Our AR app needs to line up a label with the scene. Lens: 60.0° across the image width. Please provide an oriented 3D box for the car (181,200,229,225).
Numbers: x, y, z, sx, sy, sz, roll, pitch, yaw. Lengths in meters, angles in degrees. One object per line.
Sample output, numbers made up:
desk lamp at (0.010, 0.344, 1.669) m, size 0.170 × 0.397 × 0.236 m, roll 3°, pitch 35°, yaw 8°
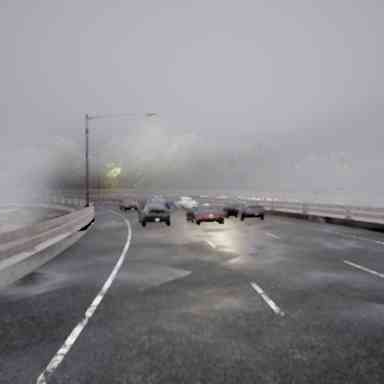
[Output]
car at (0.810, 1.486, 23.480) m, size 1.994 × 1.385 × 4.181 m, roll -1°, pitch 0°, yaw -13°

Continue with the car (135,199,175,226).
car at (-2.663, 1.465, 23.016) m, size 1.837 × 1.490 × 4.892 m, roll -1°, pitch 0°, yaw -13°

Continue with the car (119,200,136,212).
car at (-7.115, 1.563, 37.691) m, size 1.895 × 1.301 × 4.718 m, roll -1°, pitch 0°, yaw -21°

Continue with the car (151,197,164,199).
car at (-4.242, 1.403, 39.955) m, size 1.882 × 1.535 × 5.008 m, roll -1°, pitch 0°, yaw -21°

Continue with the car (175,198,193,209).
car at (-0.843, 1.413, 40.853) m, size 1.812 × 1.442 × 4.674 m, roll -1°, pitch 0°, yaw -21°

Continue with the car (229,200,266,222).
car at (3.937, 1.374, 25.647) m, size 2.128 × 1.511 × 4.902 m, roll -1°, pitch 0°, yaw -14°
